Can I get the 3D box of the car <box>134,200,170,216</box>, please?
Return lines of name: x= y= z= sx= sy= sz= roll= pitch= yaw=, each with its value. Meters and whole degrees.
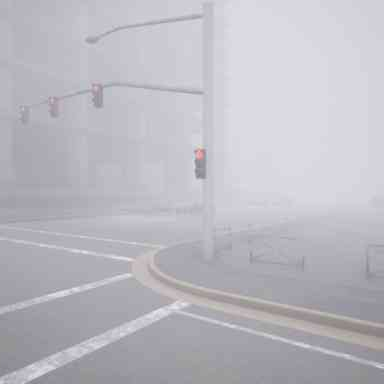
car: x=-3.528 y=1.469 z=31.966 sx=1.812 sy=1.442 sz=4.674 roll=0 pitch=0 yaw=35

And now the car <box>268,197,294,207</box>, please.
car: x=13.668 y=1.421 z=49.899 sx=1.882 sy=1.535 sz=5.008 roll=0 pitch=0 yaw=36

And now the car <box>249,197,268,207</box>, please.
car: x=10.366 y=1.508 z=51.313 sx=1.994 sy=1.385 sz=4.181 roll=0 pitch=0 yaw=36

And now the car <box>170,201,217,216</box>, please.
car: x=0.357 y=1.544 z=31.415 sx=1.895 sy=1.301 sz=4.718 roll=0 pitch=0 yaw=36
